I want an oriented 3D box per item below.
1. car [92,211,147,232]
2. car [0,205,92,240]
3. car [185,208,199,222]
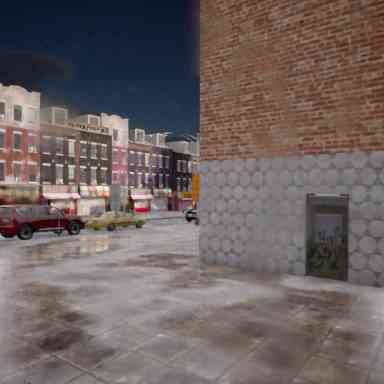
[{"bbox_3d":[-5.310,1.957,23.691,1.752,1.417,4.829,-1,-2,36],"label":"car"},{"bbox_3d":[-8.646,1.642,19.055,2.192,1.841,5.009,-1,-2,36],"label":"car"},{"bbox_3d":[1.064,2.198,32.556,1.947,1.339,4.313,-1,-2,36],"label":"car"}]
